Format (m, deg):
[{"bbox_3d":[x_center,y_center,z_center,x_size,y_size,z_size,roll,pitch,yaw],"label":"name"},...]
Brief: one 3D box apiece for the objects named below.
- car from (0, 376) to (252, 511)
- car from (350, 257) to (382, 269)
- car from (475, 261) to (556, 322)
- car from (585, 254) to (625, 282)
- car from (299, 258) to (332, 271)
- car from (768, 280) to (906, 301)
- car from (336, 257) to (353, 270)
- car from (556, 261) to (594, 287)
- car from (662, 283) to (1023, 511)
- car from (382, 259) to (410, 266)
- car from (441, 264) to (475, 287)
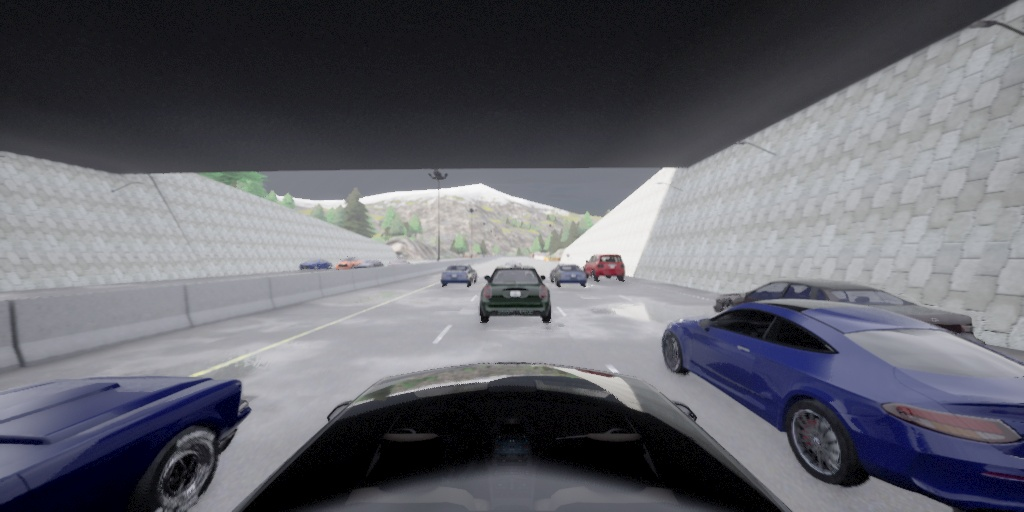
[{"bbox_3d":[-3.404,1.352,1.236,1.895,1.301,4.718,0,0,0],"label":"car"},{"bbox_3d":[-17.548,1.140,44.539,2.033,1.411,5.357,0,0,0],"label":"car"},{"bbox_3d":[0.100,1.065,12.180,2.097,1.767,4.553,0,0,0],"label":"car"},{"bbox_3d":[7.116,0.876,28.090,2.150,2.045,5.566,0,0,0],"label":"car"},{"bbox_3d":[-24.540,1.068,44.913,1.882,1.535,5.008,0,0,0],"label":"car"},{"bbox_3d":[7.097,1.273,8.560,2.033,1.411,5.357,0,0,0],"label":"car"},{"bbox_3d":[-21.035,0.935,46.781,2.097,1.767,4.553,0,0,0],"label":"car"},{"bbox_3d":[3.612,1.217,23.620,2.033,1.411,5.357,0,0,0],"label":"car"},{"bbox_3d":[3.587,1.266,4.485,1.812,1.442,4.674,0,0,0],"label":"car"},{"bbox_3d":[-14.048,1.118,44.486,1.812,1.442,4.674,0,0,0],"label":"car"},{"bbox_3d":[-3.390,1.217,23.622,2.033,1.411,5.357,0,0,0],"label":"car"}]
